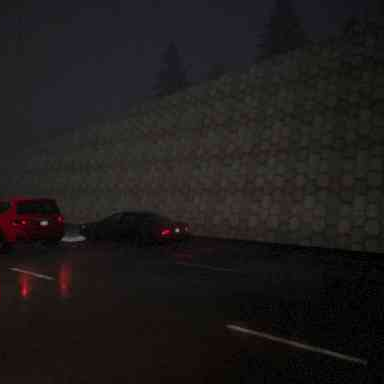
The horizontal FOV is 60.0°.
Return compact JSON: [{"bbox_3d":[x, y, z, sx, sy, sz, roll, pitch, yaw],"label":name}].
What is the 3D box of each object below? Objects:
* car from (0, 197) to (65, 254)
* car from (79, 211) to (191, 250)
[{"bbox_3d":[-7.588,1.232,13.741,5.566,2.045,2.150,0,0,36],"label":"car"},{"bbox_3d":[-2.613,1.559,14.480,5.357,1.411,2.033,0,0,36],"label":"car"}]
